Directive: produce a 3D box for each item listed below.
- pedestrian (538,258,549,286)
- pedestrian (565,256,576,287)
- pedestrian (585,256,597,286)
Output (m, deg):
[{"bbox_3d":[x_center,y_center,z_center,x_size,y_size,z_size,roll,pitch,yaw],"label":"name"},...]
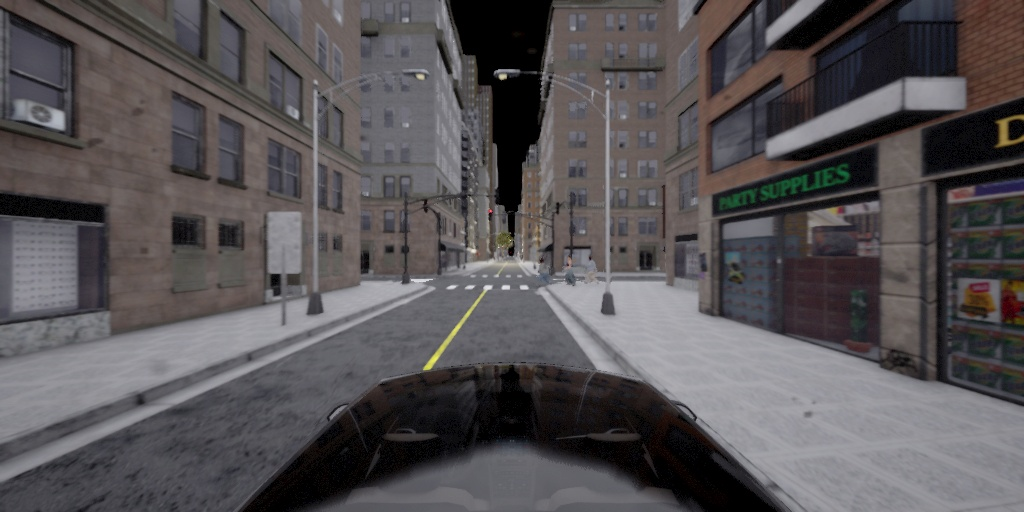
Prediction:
[{"bbox_3d":[1.951,1.010,22.266,0.375,1.860,0.375,0,0,0],"label":"pedestrian"},{"bbox_3d":[3.400,0.858,21.066,0.375,1.860,0.375,0,0,0],"label":"pedestrian"},{"bbox_3d":[4.767,0.852,21.667,0.375,1.860,0.375,0,0,0],"label":"pedestrian"}]
